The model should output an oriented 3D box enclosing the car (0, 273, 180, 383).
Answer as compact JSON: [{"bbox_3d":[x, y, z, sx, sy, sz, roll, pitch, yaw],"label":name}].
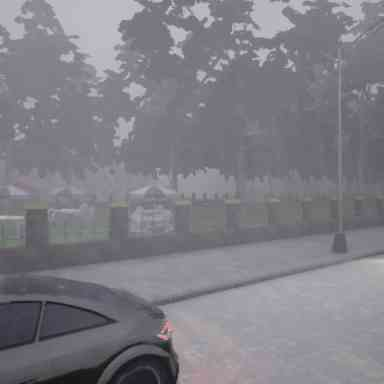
[{"bbox_3d":[-2.194,1.563,3.044,4.181,1.385,1.994,0,0,-35],"label":"car"}]
